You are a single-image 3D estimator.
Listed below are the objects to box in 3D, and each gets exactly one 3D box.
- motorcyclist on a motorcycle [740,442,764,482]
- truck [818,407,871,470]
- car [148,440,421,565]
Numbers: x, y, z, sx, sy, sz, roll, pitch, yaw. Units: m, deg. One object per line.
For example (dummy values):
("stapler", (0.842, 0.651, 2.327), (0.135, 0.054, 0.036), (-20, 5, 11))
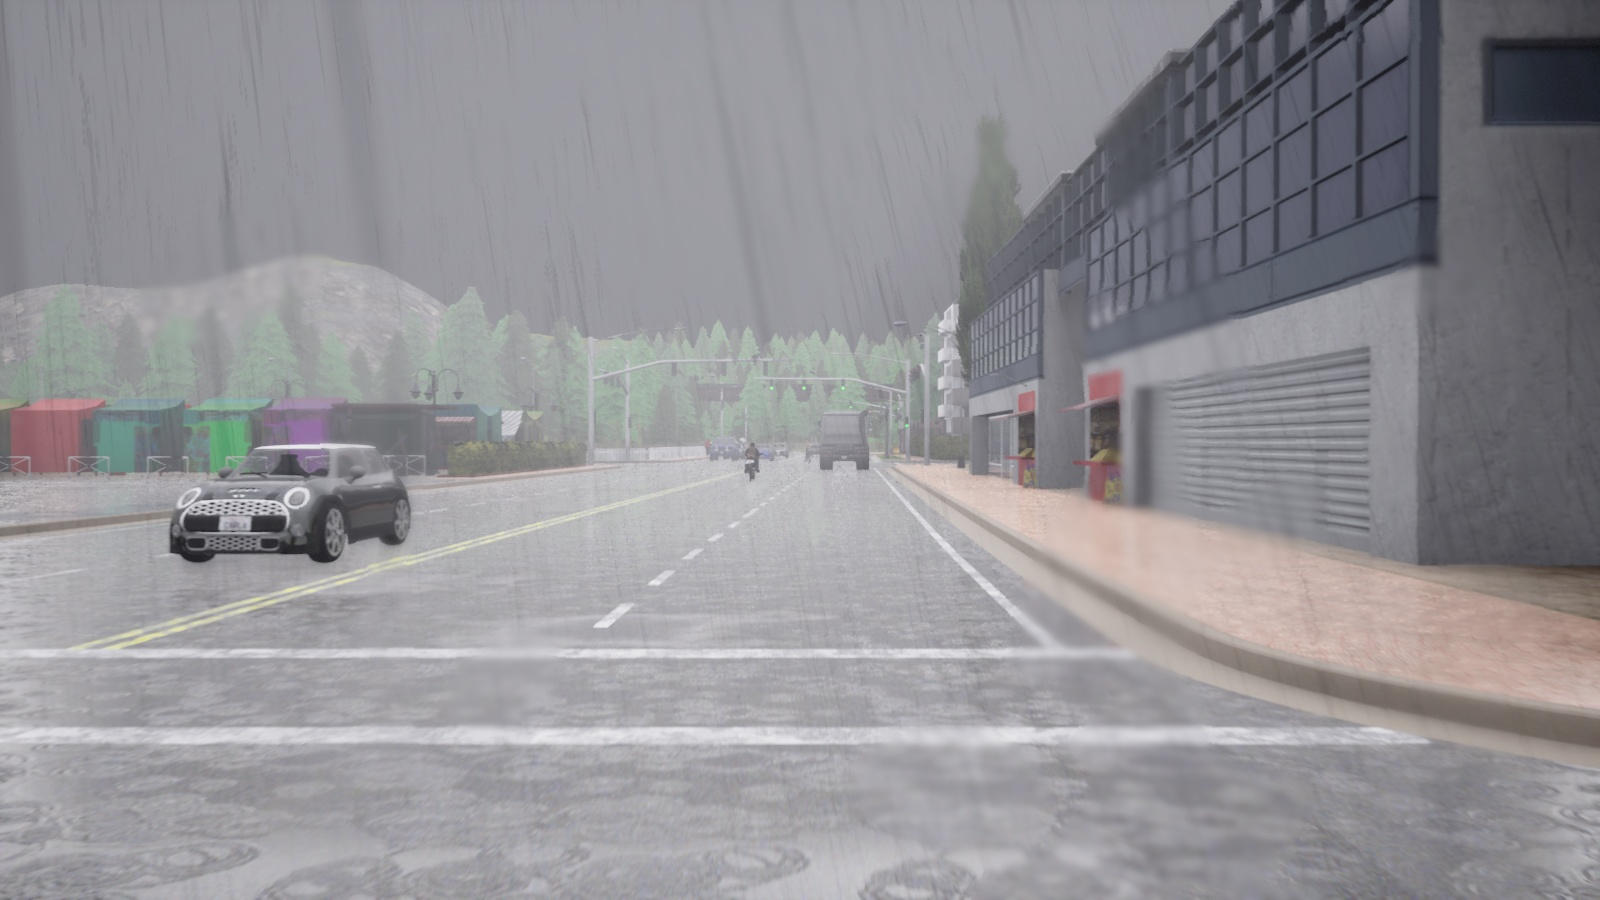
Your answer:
("motorcyclist on a motorcycle", (-1.876, 0.448, 49.434), (0.797, 1.523, 2.044), (0, 0, 2))
("truck", (2.607, -0.644, 72.904), (2.891, 3.462, 7.936), (0, 0, 2))
("car", (-6.687, 0.612, 16.777), (1.970, 1.475, 3.806), (0, 0, 2))
